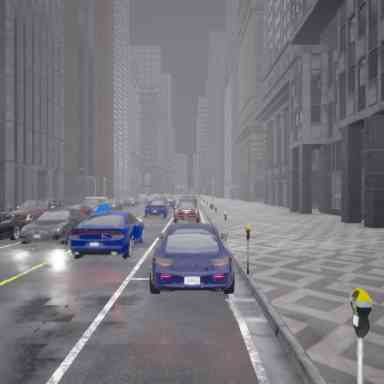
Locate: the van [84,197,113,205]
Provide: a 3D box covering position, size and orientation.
[{"bbox_3d":[-8.911,1.340,30.980,1.690,1.788,3.998,0,0,0],"label":"van"}]

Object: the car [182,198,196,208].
[{"bbox_3d":[-0.385,1.565,47.899,1.947,1.339,4.313,0,0,0],"label":"car"}]

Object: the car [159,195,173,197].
[{"bbox_3d":[-3.045,1.525,44.988,1.812,1.442,4.674,0,0,0],"label":"car"}]

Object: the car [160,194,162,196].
[{"bbox_3d":[-8.911,1.447,81.710,1.967,1.590,4.097,0,0,0],"label":"car"}]

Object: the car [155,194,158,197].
[{"bbox_3d":[-8.911,1.553,70.437,2.008,1.369,4.403,0,0,0],"label":"car"}]

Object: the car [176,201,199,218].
[{"bbox_3d":[-0.385,1.565,30.990,1.947,1.339,4.313,0,0,0],"label":"car"}]

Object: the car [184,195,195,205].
[{"bbox_3d":[-0.386,1.439,59.171,1.967,1.590,4.097,0,0,0],"label":"car"}]

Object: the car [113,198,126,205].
[{"bbox_3d":[-8.911,1.439,36.617,1.967,1.590,4.097,0,0,0],"label":"car"}]

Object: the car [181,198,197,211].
[{"bbox_3d":[-0.385,1.544,42.263,1.887,1.381,4.507,0,0,0],"label":"car"}]

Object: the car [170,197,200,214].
[{"bbox_3d":[-0.386,1.439,25.353,1.967,1.590,4.097,0,0,0],"label":"car"}]

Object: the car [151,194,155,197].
[{"bbox_3d":[-8.911,1.526,64.631,1.752,1.417,4.829,0,0,0],"label":"car"}]

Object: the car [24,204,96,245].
[{"bbox_3d":[-6.246,1.525,15.717,1.812,1.442,4.674,0,0,0],"label":"car"}]

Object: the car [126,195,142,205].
[{"bbox_3d":[-8.911,1.439,47.891,1.967,1.590,4.097,0,0,0],"label":"car"}]

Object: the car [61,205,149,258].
[{"bbox_3d":[-3.045,1.477,12.833,1.882,1.535,5.008,0,0,0],"label":"car"}]

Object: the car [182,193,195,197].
[{"bbox_3d":[-0.386,1.314,36.627,2.192,1.841,5.009,0,0,0],"label":"car"}]

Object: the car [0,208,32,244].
[{"bbox_3d":[-8.910,1.565,14.070,1.947,1.339,4.313,0,0,0],"label":"car"}]

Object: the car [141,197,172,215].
[{"bbox_3d":[-3.146,1.476,30.574,1.882,1.535,5.008,0,0,0],"label":"car"}]

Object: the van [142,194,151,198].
[{"bbox_3d":[-8.911,1.340,59.164,1.690,1.788,3.998,0,0,0],"label":"van"}]

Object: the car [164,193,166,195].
[{"bbox_3d":[-8.912,1.324,87.347,2.192,1.841,5.009,0,0,0],"label":"car"}]

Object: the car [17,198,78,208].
[{"bbox_3d":[-8.911,1.314,19.706,2.192,1.841,5.009,0,0,0],"label":"car"}]

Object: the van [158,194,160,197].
[{"bbox_3d":[-8.911,1.345,76.073,1.690,1.788,3.998,0,0,0],"label":"van"}]

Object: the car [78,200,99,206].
[{"bbox_3d":[-8.910,1.544,25.344,1.887,1.381,4.507,0,0,0],"label":"car"}]

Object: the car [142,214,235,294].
[{"bbox_3d":[0.003,1.525,8.651,1.812,1.442,4.674,0,0,0],"label":"car"}]
